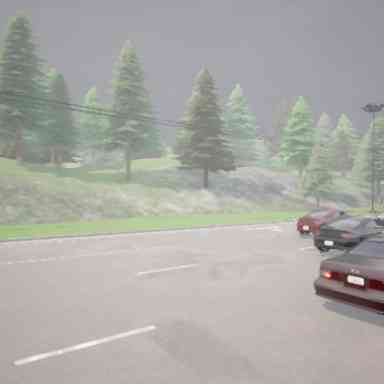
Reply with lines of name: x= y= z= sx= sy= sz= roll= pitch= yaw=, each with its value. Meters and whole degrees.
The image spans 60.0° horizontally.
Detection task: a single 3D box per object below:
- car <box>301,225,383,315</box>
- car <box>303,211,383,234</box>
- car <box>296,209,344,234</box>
car: x=4.887 y=1.596 z=7.235 sx=5.357 sy=1.411 sz=2.033 roll=0 pitch=0 yaw=-36
car: x=6.559 y=1.602 z=12.729 sx=4.674 sy=1.442 sz=1.812 roll=0 pitch=0 yaw=-36
car: x=7.476 y=1.624 z=17.684 sx=4.674 sy=1.442 sz=1.812 roll=1 pitch=0 yaw=-36
